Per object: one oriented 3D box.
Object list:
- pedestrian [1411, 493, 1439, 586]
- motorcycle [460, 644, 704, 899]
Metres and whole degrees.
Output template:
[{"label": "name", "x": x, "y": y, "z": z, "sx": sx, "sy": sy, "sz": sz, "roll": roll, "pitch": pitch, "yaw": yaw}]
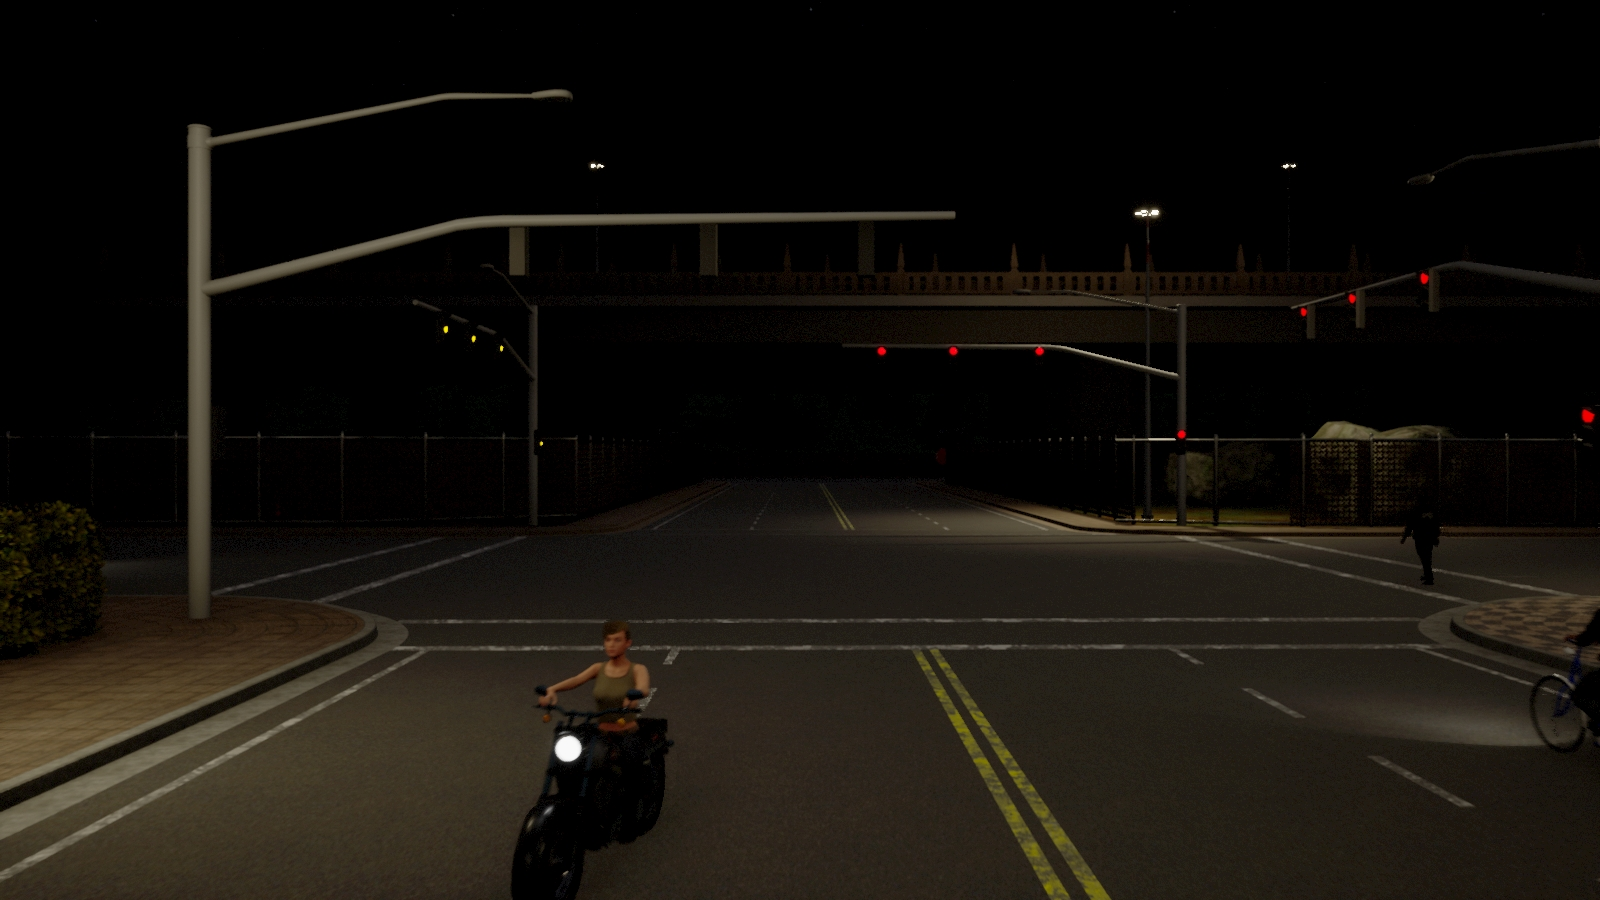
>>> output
[{"label": "pedestrian", "x": 12.631, "y": 1.803, "z": 23.087, "sx": 0.375, "sy": 1.860, "sz": 0.375, "roll": 0, "pitch": 0, "yaw": 7}, {"label": "motorcycle", "x": -1.337, "y": 2.158, "z": 7.611, "sx": 0.764, "sy": 1.307, "sz": 2.356, "roll": 0, "pitch": 0, "yaw": 11}]
